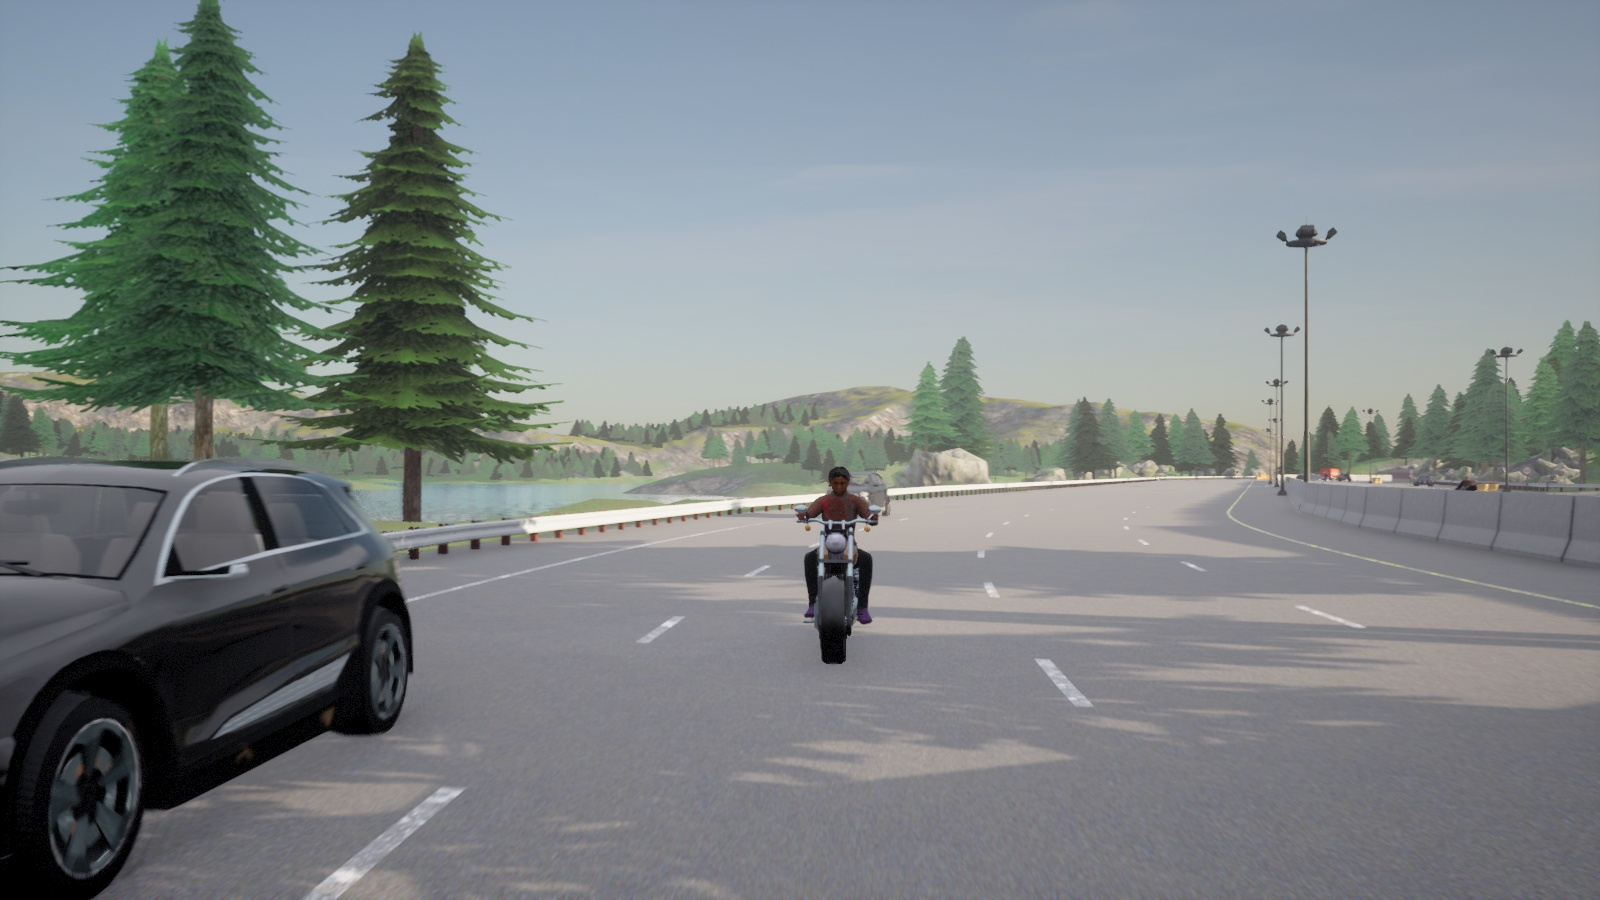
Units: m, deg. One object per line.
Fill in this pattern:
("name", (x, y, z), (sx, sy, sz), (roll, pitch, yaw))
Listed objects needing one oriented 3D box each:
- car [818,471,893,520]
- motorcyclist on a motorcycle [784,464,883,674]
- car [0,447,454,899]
("car", (1.915, 1.494, 42.267), (1.789, 1.549, 3.705), (-1, -1, 15))
("motorcyclist on a motorcycle", (0.342, 0.949, 11.054), (0.766, 1.649, 2.350), (0, -1, 4))
("car", (-3.428, 0.858, 6.031), (2.033, 1.649, 4.856), (0, -1, 2))
